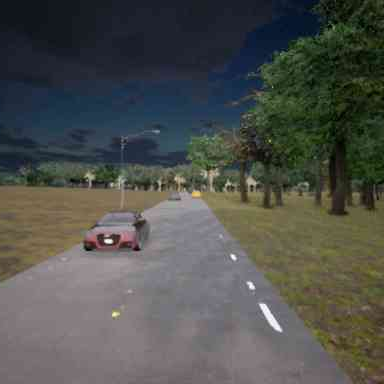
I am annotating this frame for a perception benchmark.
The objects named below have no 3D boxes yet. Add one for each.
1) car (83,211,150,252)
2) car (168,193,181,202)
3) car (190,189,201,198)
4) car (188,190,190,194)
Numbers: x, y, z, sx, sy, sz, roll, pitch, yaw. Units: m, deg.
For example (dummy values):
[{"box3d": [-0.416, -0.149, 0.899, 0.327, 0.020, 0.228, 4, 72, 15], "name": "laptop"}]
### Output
[{"box3d": [-2.850, 1.461, 13.334, 1.994, 1.385, 4.181, 0, 1, 0], "name": "car"}, {"box3d": [-2.814, 0.863, 54.471, 1.994, 1.385, 4.181, 0, 1, 0], "name": "car"}, {"box3d": [0.963, 0.446, 72.392, 1.882, 1.535, 5.008, 0, 1, 0], "name": "car"}, {"box3d": [0.001, -0.092, 90.923, 1.837, 1.490, 4.892, 0, 1, 0], "name": "car"}]
